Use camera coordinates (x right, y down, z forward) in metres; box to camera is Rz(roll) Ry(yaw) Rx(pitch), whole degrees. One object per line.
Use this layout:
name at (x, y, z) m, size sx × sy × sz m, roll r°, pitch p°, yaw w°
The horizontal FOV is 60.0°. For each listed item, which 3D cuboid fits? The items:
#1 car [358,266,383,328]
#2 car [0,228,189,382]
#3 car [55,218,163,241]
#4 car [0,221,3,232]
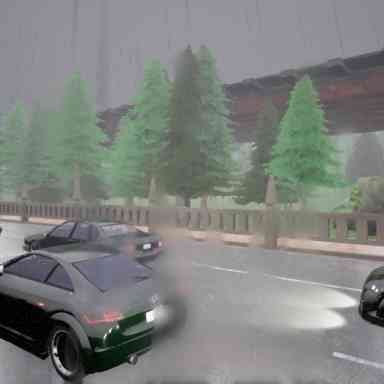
car at (4.793, 1.564, 4.869) m, size 4.181 × 1.385 × 1.994 m, roll 0°, pitch 0°, yaw 36°
car at (-2.113, 1.564, 5.511) m, size 4.181 × 1.385 × 1.994 m, roll 0°, pitch 0°, yaw 35°
car at (-3.273, 1.547, 10.648) m, size 5.357 × 1.411 × 2.033 m, roll 0°, pitch 0°, yaw 36°
car at (-11.419, 1.547, 16.466) m, size 5.357 × 1.411 × 2.033 m, roll 0°, pitch 0°, yaw 36°
